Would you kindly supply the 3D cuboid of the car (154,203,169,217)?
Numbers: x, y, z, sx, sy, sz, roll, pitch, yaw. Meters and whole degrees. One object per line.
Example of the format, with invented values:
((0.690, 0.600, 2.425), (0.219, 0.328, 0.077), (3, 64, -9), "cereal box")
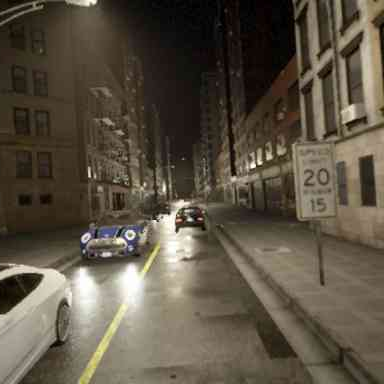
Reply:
((-3.041, 1.423, 23.557), (2.033, 1.411, 5.357), (-4, 0, -1), "car")

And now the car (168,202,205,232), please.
((-0.153, 1.624, 21.243), (2.033, 1.411, 5.357), (-4, 0, -1), "car")

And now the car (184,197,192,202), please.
((-1.091, 2.076, 85.234), (1.882, 1.535, 5.008), (-4, -1, -1), "car")

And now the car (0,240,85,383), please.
((-2.857, 1.714, 3.882), (1.812, 1.442, 4.674), (-4, 0, -2), "car")

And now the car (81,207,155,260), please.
((-3.001, 1.579, 13.708), (2.097, 1.767, 4.553), (-4, 0, -1), "car")
